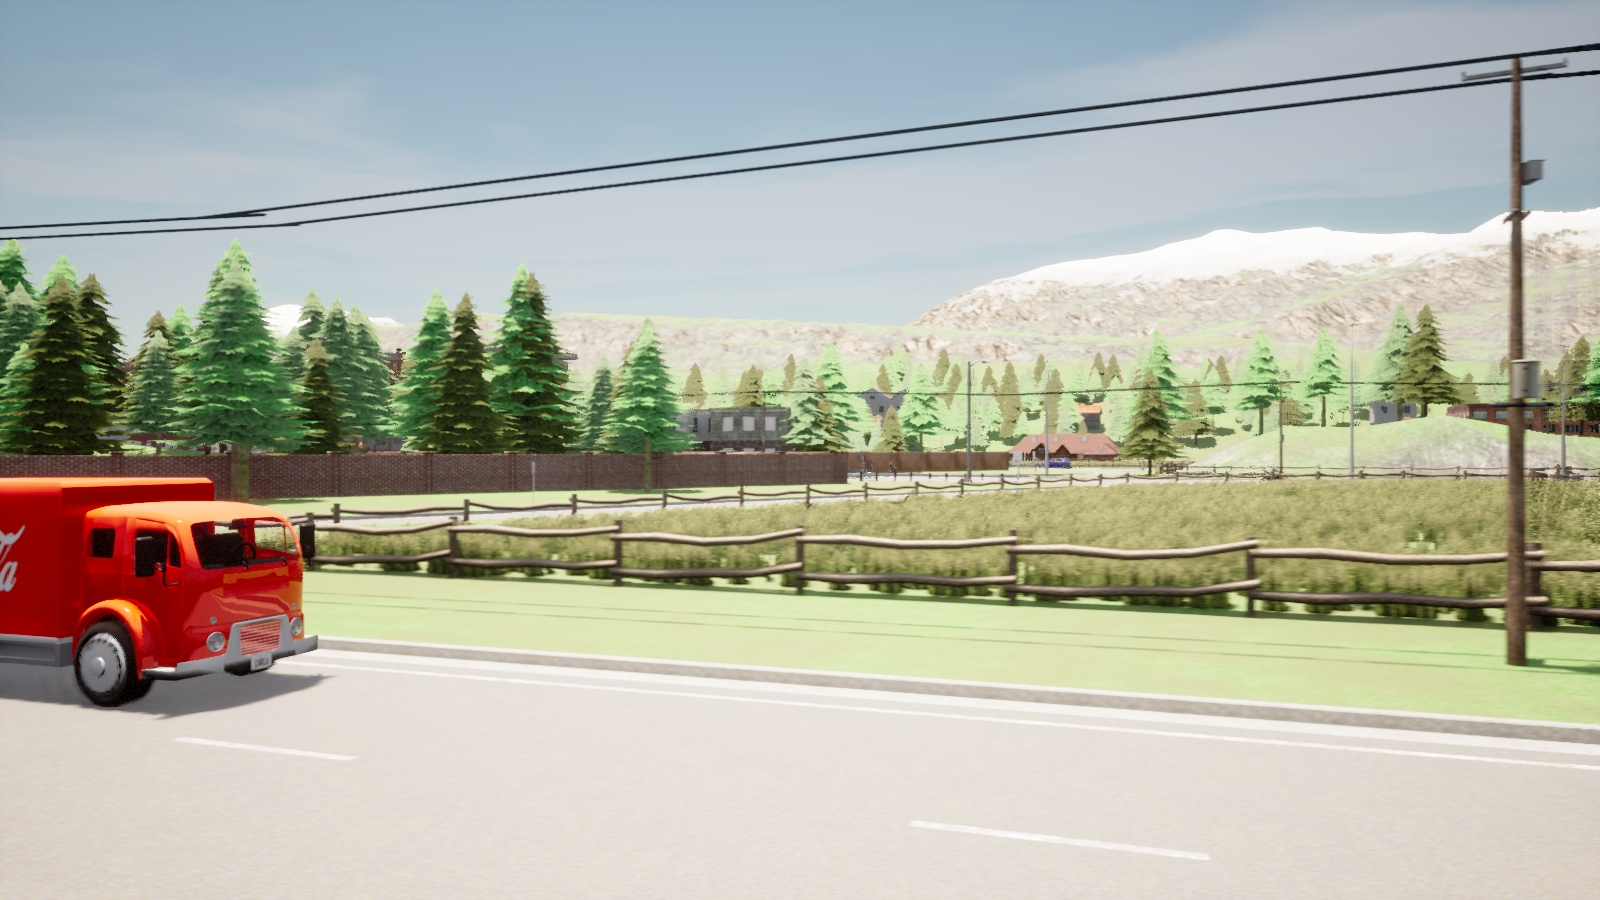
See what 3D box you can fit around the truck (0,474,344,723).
[{"bbox_3d":[-8.559,1.568,13.861,5.204,2.467,2.627,0,0,20],"label":"truck"}]
